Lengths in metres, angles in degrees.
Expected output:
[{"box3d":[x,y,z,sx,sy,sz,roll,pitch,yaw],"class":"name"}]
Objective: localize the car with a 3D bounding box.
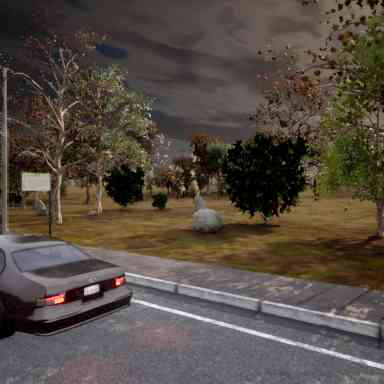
[{"box3d":[-3.580,1.547,6.557,5.357,1.411,2.033,0,0,36],"class":"car"}]
